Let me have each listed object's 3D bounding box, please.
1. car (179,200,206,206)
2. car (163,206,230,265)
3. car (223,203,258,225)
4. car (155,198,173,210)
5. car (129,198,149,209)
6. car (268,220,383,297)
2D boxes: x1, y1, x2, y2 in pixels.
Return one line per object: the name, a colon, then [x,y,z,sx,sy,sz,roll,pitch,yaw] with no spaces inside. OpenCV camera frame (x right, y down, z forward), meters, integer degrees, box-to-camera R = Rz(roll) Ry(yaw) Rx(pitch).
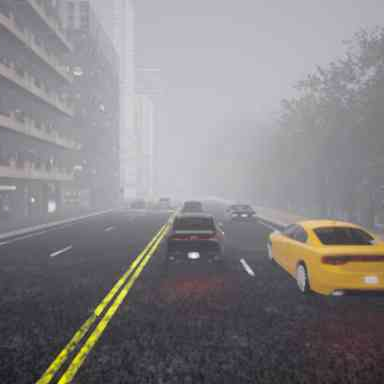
car: [0.063,1.430,26.810,1.837,1.490,4.892,0,1,0]
car: [0.067,1.471,11.535,1.837,1.490,4.892,0,0,0]
car: [3.287,1.481,23.071,2.033,1.411,5.357,0,0,0]
car: [-3.361,1.413,40.367,1.812,1.442,4.674,0,0,0]
car: [-6.607,1.448,41.933,1.994,1.385,4.181,0,0,0]
car: [3.298,1.452,8.572,1.882,1.535,5.008,0,0,0]
